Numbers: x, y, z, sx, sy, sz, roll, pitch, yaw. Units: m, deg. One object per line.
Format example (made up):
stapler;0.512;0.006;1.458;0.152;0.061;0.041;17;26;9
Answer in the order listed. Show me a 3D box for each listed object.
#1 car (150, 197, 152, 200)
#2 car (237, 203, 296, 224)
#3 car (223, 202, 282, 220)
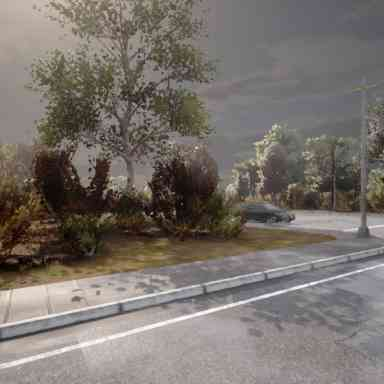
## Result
car;-6.108;1.847;52.976;5.566;2.045;2.150;-2;-1;40
car;5.649;1.608;25.759;1.837;1.490;4.892;0;-1;-39
car;5.569;1.712;31.378;2.033;1.411;5.357;0;-1;-40
